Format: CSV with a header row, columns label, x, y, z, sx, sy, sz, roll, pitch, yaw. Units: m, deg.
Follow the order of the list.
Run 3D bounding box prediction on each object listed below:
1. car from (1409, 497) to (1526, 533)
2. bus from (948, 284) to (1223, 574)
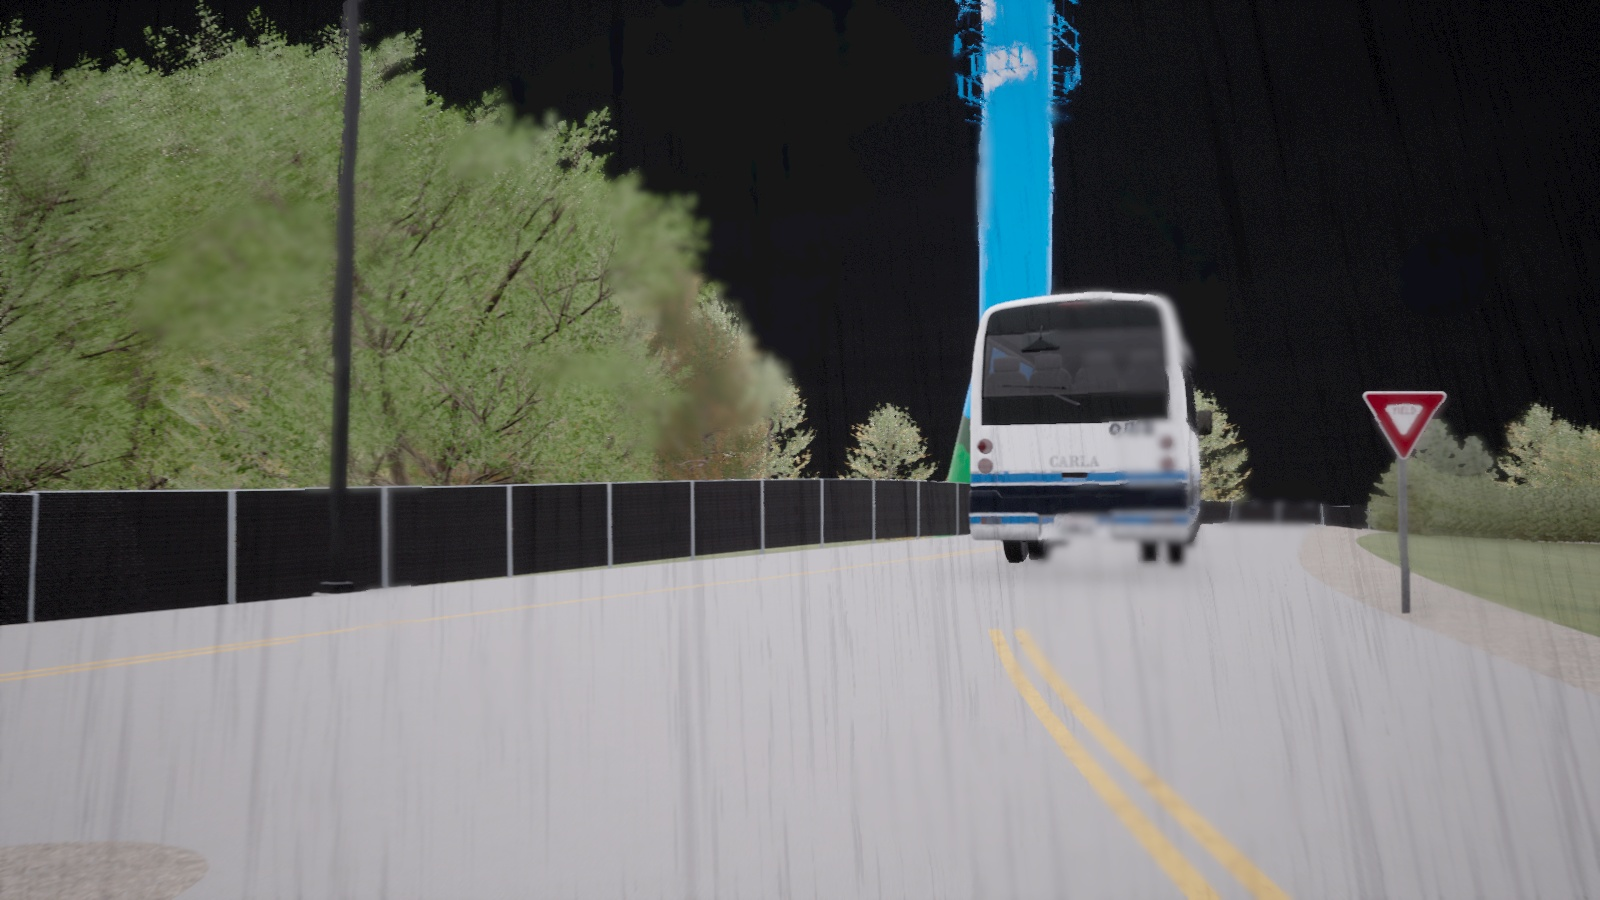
label,x,y,z,sx,sy,sz,roll,pitch,yaw
car,31.442,3.076,59.145,5.366,1.575,1.801,3,-4,-21
bus,5.893,-0.186,23.911,3.944,4.253,10.273,-1,-1,19
